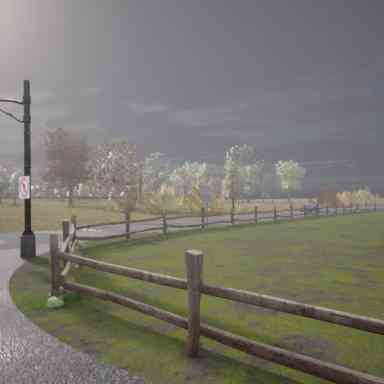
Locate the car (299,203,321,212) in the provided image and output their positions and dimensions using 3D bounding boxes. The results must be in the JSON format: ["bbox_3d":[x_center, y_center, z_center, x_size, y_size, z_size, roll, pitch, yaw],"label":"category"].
[{"bbox_3d":[18.928,2.449,52.965,2.033,1.411,5.357,-1,-2,40],"label":"car"}]
